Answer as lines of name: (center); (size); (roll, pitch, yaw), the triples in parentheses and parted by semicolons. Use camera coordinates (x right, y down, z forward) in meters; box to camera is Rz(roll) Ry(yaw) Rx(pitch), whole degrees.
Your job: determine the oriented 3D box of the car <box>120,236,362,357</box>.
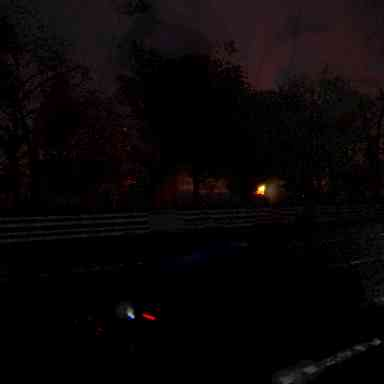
car: (1.064, 1.530, 5.974); (4.674, 1.442, 1.812); (0, 0, -32)
